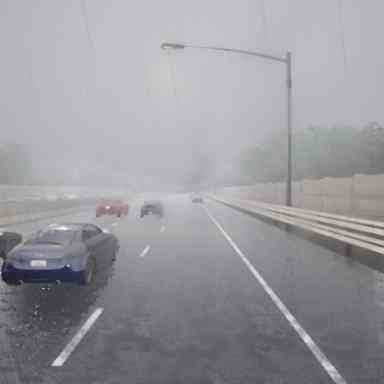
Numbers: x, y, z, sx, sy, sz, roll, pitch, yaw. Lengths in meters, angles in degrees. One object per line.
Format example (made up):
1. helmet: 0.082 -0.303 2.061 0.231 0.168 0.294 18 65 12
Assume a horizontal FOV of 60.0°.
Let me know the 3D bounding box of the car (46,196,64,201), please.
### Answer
1. car: -24.526 1.403 59.725 1.812 1.442 4.674 0 0 0

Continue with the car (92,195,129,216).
1. car: -6.906 1.295 29.354 2.097 1.767 4.553 0 0 0

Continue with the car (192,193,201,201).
1. car: 1.033 1.162 77.232 2.097 1.767 4.553 0 0 0

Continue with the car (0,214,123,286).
1. car: -3.402 1.546 9.387 1.994 1.385 4.181 0 0 0

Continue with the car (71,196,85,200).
1. car: -21.032 1.430 61.884 1.994 1.385 4.181 0 0 1

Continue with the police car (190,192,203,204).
1. police car: 1.037 1.301 61.375 1.930 1.638 5.238 0 0 0

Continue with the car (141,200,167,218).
1. car: -3.406 1.447 29.679 1.837 1.490 4.892 0 0 0
